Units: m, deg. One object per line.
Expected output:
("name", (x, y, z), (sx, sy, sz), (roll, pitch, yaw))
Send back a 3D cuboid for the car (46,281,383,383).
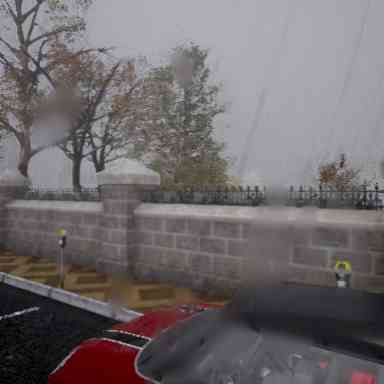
("car", (0.682, 1.440, 2.413), (4.097, 1.590, 1.967), (0, 0, 36))
